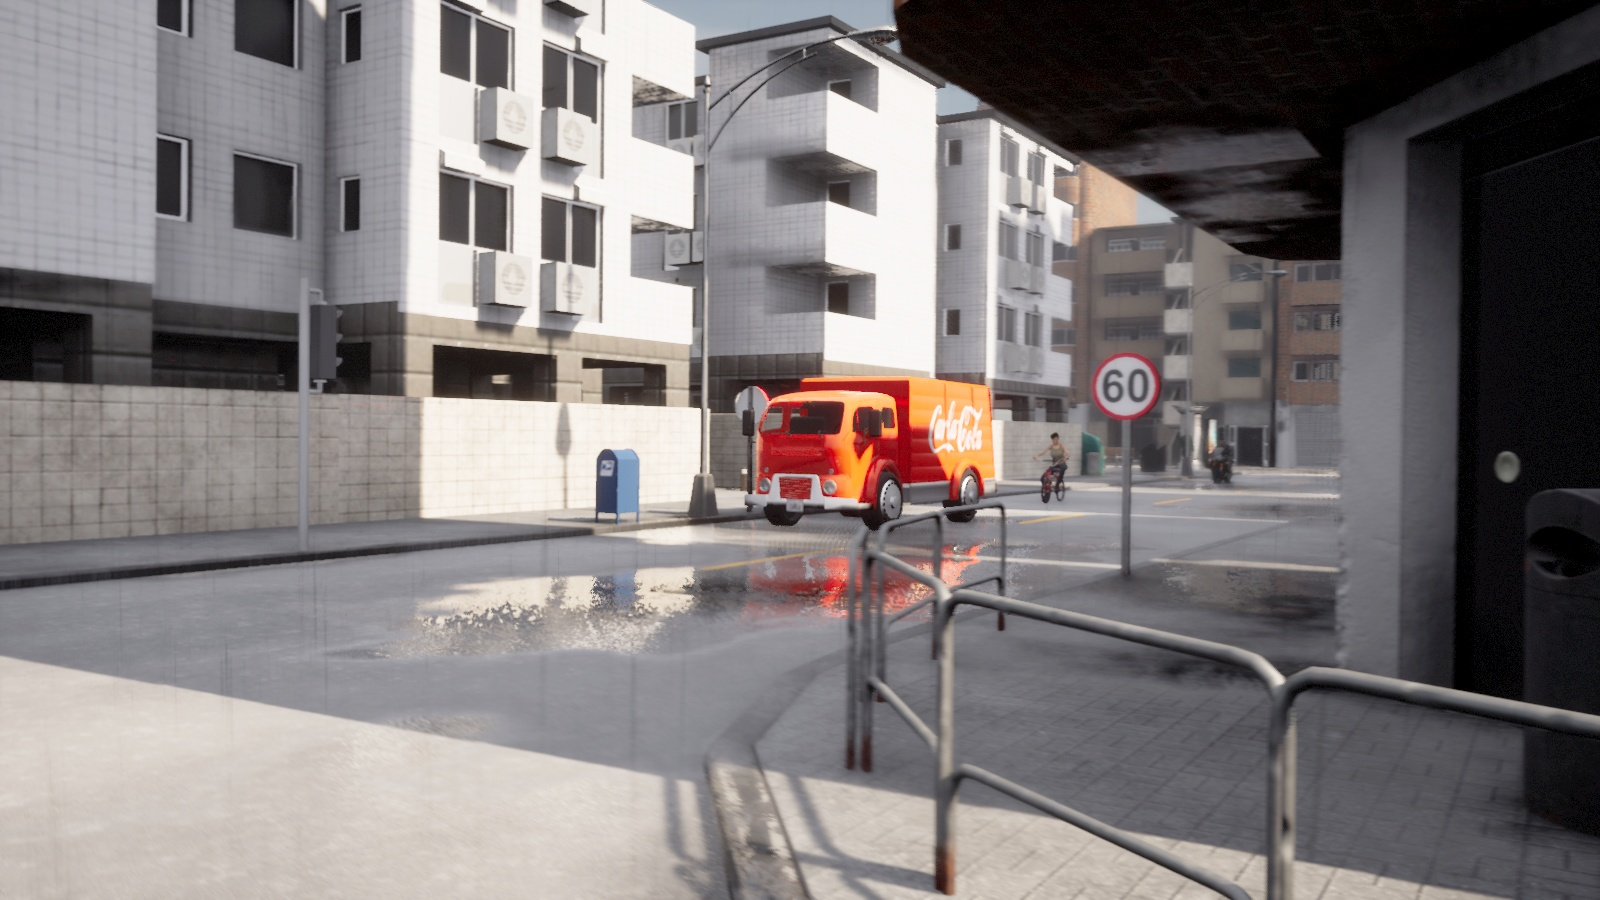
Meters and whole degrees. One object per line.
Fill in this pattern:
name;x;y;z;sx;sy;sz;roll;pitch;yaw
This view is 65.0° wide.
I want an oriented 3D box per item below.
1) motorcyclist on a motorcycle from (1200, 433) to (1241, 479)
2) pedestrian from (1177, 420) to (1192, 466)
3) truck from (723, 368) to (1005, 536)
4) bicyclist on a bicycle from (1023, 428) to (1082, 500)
motorcyclist on a motorcycle;14.265;0.179;42.576;0.866;1.530;2.191;0;1;31
pedestrian;16.406;-0.287;53.550;0.423;1.949;0.788;0;1;30
truck;1.263;-0.005;21.321;2.627;2.467;5.204;0;1;31
bicyclist on a bicycle;5.785;0.301;28.703;0.866;1.612;1.509;0;1;31
